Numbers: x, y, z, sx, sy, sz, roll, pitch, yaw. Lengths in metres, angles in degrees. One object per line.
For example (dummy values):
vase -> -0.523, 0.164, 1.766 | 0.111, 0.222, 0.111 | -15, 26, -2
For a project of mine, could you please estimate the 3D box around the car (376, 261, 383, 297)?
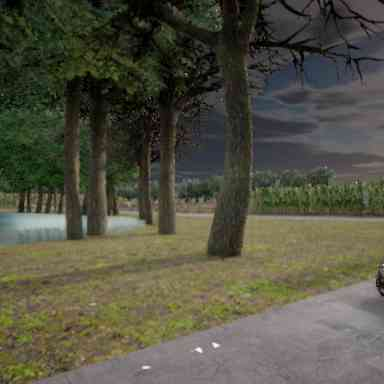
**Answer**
car -> 5.885, 1.504, 7.226 | 4.674, 1.442, 1.812 | 0, 0, -35
